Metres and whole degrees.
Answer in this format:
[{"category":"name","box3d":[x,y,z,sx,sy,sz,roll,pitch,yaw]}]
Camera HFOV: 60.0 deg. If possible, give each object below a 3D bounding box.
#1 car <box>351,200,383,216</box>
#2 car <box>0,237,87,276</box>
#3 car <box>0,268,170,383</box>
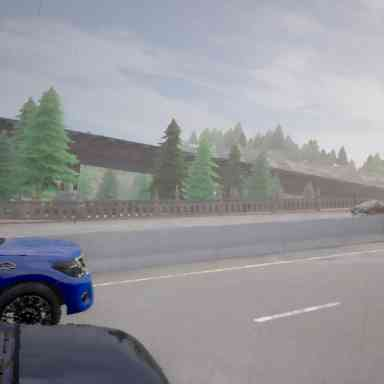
[{"category":"car","box3d":[17.208,1.509,31.590,4.674,1.442,1.812,0,0,-27]},{"category":"car","box3d":[-4.377,1.210,4.889,5.566,2.045,2.150,0,0,-27]},{"category":"car","box3d":[-2.101,1.560,2.115,4.181,1.385,1.994,0,0,-27]}]
